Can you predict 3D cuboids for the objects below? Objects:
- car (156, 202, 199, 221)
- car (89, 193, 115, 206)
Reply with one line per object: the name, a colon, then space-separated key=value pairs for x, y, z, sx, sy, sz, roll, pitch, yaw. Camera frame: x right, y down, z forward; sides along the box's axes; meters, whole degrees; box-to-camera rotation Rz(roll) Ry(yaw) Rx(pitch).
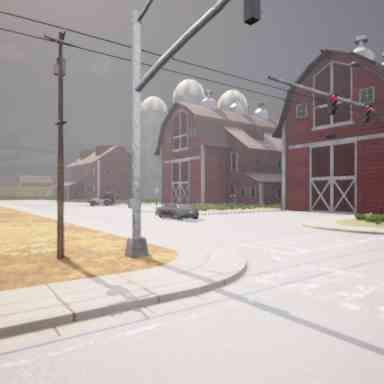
car: x=-1.245 y=1.529 z=27.029 sx=1.994 sy=1.385 sz=4.181 roll=0 pitch=0 yaw=-36
car: x=-13.636 y=1.123 z=50.694 sx=3.866 sy=1.878 sz=1.905 roll=-2 pitch=5 yaw=11
